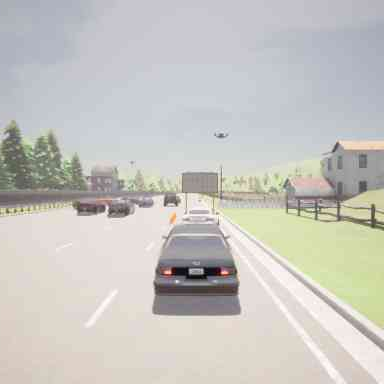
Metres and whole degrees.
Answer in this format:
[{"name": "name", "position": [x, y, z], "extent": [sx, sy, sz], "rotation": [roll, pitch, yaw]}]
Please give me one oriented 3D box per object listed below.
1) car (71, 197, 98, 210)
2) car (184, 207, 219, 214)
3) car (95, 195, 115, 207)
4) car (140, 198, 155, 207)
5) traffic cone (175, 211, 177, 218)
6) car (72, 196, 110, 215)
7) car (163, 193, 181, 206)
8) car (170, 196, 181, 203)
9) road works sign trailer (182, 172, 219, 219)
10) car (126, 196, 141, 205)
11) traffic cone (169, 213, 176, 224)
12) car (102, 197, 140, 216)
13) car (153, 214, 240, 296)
[{"name": "car", "position": [-13.849, 1.478, 43.106], "extent": [1.882, 1.535, 5.008], "rotation": [0, 0, 0]}, {"name": "car", "position": [0.510, 1.539, 18.443], "extent": [1.812, 1.442, 4.674], "rotation": [0, -1, 6]}, {"name": "car", "position": [-13.839, 1.352, 53.104], "extent": [2.097, 1.767, 4.553], "rotation": [0, 0, 0]}, {"name": "car", "position": [-6.831, 1.547, 50.492], "extent": [2.033, 1.411, 5.357], "rotation": [0, 0, 0]}, {"name": "traffic cone", "position": [-1.458, 1.955, 25.151], "extent": [0.340, 0.580, 0.340], "rotation": [0, 0, 0]}, {"name": "car", "position": [-10.360, 1.477, 34.585], "extent": [1.882, 1.535, 5.008], "rotation": [0, 0, 0]}, {"name": "car", "position": [-3.337, 1.221, 53.331], "extent": [2.150, 2.045, 5.566], "rotation": [0, 0, 0]}, {"name": "car", "position": [-3.319, 1.564, 68.547], "extent": [1.994, 1.385, 4.181], "rotation": [0, 0, 0]}, {"name": "road works sign trailer", "position": [0.511, 0.464, 22.058], "extent": [2.380, 3.560, 2.880], "rotation": [0, 0, -4]}, {"name": "car", "position": [-10.335, 1.526, 58.848], "extent": [1.812, 1.442, 4.674], "rotation": [0, 0, -1]}, {"name": "traffic cone", "position": [-1.460, 1.955, 23.151], "extent": [0.340, 0.580, 0.340], "rotation": [0, 0, 0]}, {"name": "car", "position": [-6.862, 1.490, 32.665], "extent": [2.128, 1.511, 4.902], "rotation": [0, 0, 0]}, {"name": "car", "position": [0.108, 1.547, 8.795], "extent": [2.033, 1.411, 5.357], "rotation": [0, 0, 1]}]
